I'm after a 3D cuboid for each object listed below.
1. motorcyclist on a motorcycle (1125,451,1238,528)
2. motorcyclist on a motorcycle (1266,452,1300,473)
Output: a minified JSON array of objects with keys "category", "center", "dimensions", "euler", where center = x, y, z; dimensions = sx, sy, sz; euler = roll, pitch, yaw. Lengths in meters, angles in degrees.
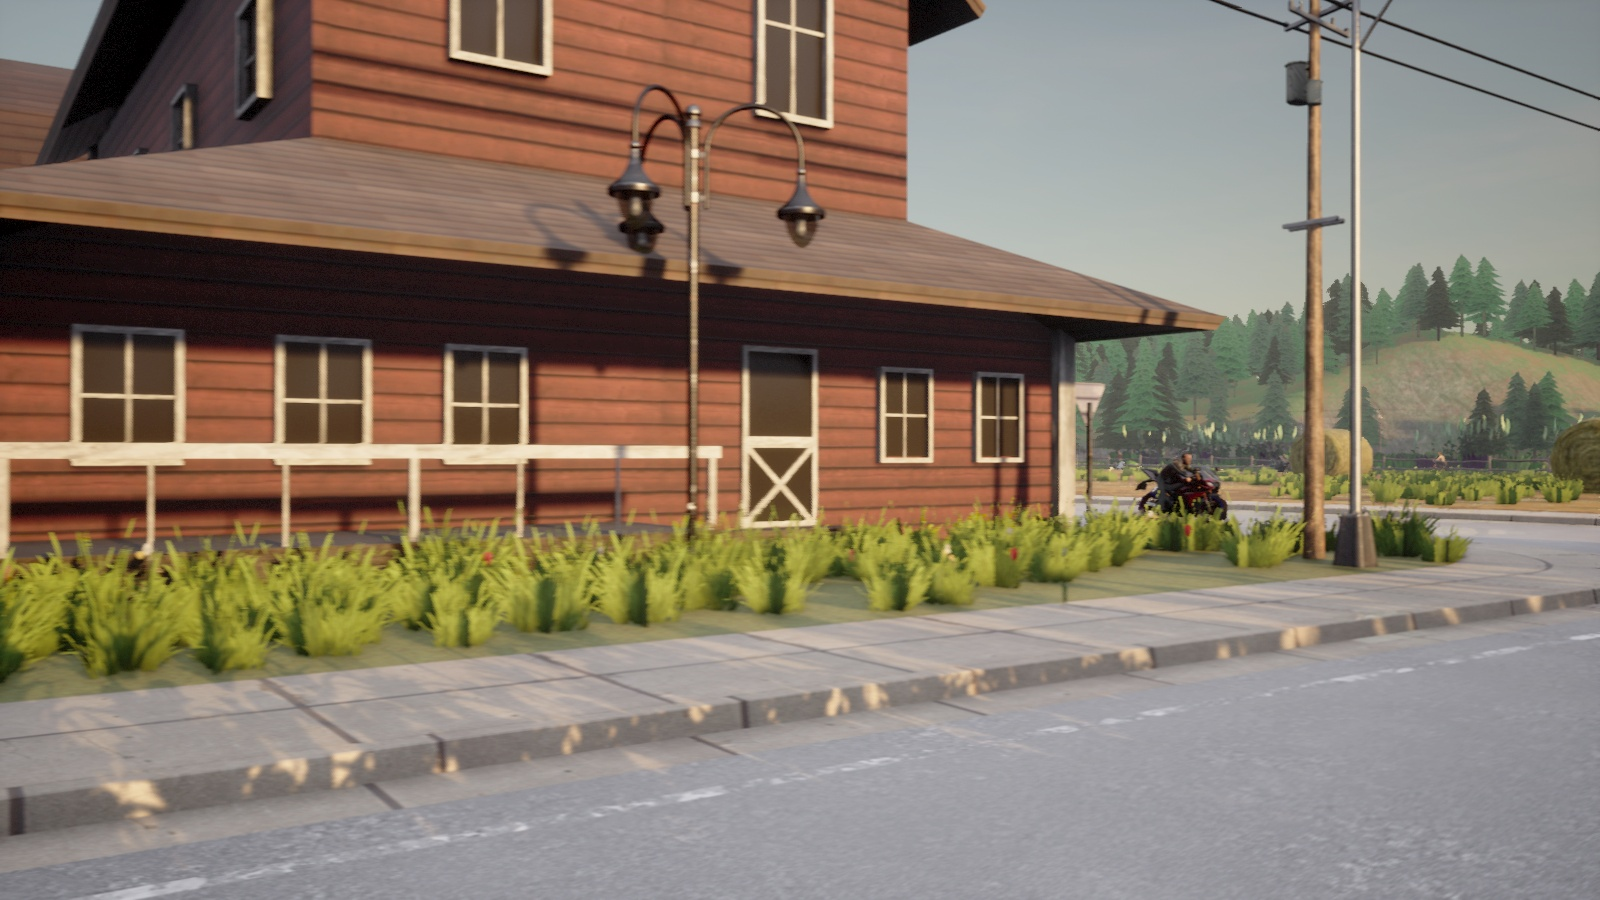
[{"category":"motorcyclist on a motorcycle","center":[8.005,0.799,26.423],"dimensions":[0.866,1.530,2.191],"euler":[0,0,-36]},{"category":"motorcyclist on a motorcycle","center":[34.684,0.885,90.115],"dimensions":[0.866,1.530,2.191],"euler":[0,0,-32]}]
